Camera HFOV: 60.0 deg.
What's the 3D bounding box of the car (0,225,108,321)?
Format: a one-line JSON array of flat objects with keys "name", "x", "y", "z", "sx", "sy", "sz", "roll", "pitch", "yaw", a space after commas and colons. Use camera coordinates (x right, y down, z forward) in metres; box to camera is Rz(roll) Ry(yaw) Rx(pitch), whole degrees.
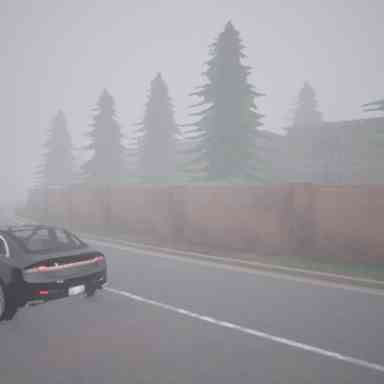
[{"name": "car", "x": -3.847, "y": 1.484, "z": 7.357, "sx": 4.902, "sy": 1.511, "sz": 2.128, "roll": 0, "pitch": 0, "yaw": 40}]
